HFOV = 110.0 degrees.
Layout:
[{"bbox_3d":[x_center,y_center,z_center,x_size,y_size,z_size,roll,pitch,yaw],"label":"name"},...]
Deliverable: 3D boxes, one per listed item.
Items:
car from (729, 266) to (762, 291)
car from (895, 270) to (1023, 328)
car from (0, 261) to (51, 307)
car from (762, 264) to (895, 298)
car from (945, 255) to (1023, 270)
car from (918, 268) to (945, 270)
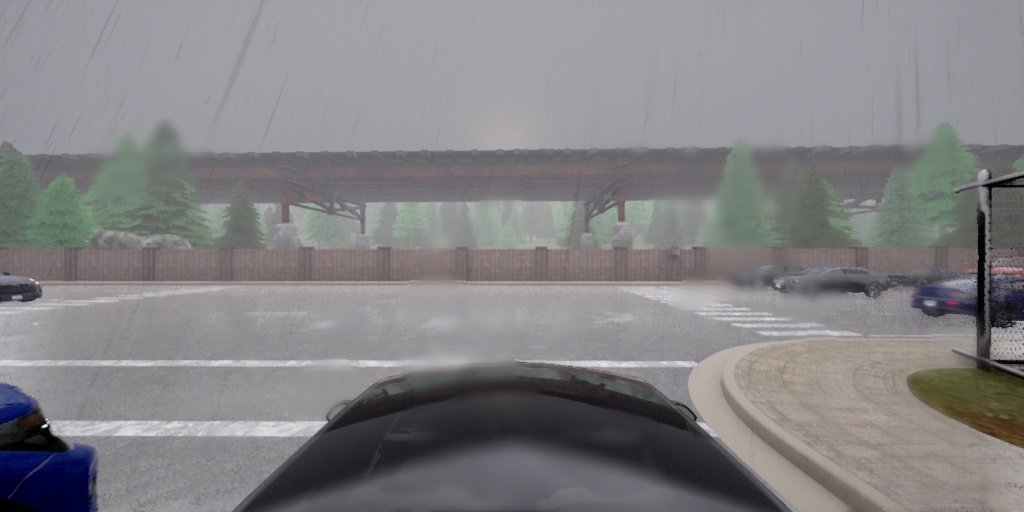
[{"bbox_3d":[15.548,1.246,21.236,4.892,1.490,1.837,0,0,1],"label":"car"},{"bbox_3d":[14.821,1.272,10.661,4.674,1.442,1.812,0,0,2],"label":"car"},{"bbox_3d":[-22.241,1.096,14.477,4.553,1.767,2.097,0,0,0],"label":"car"},{"bbox_3d":[15.687,1.235,17.735,4.902,1.511,2.128,0,0,1],"label":"car"},{"bbox_3d":[25.545,0.965,17.640,5.566,2.045,2.150,0,0,0],"label":"car"},{"bbox_3d":[24.803,1.342,21.144,4.718,1.301,1.895,0,0,1],"label":"car"}]
